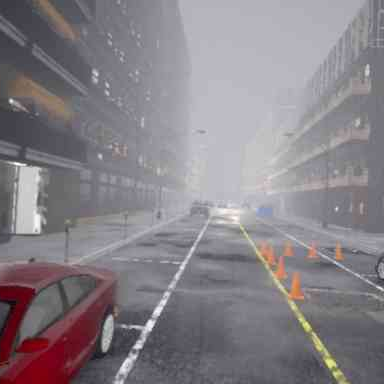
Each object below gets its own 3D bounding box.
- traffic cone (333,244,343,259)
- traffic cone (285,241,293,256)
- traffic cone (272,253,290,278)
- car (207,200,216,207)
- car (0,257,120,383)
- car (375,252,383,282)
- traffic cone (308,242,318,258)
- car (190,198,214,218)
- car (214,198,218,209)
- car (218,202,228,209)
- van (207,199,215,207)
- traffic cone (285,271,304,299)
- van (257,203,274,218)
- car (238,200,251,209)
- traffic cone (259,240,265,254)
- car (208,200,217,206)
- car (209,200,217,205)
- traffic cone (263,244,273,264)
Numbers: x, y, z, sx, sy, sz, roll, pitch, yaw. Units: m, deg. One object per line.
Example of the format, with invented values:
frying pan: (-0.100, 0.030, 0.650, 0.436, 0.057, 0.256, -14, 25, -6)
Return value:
traffic cone: (5.965, 2.409, 13.545, 0.340, 0.580, 0.340, 3, -1, 5)
traffic cone: (3.975, 2.315, 13.725, 0.340, 0.580, 0.340, 3, -1, 5)
traffic cone: (2.625, 2.203, 9.830, 0.340, 0.580, 0.340, 3, -1, 5)
car: (4.963, 2.792, 82.433, 2.008, 1.369, 4.403, 3, -1, 5)
car: (-2.080, 1.486, 3.365, 1.887, 1.381, 4.507, 3, -1, 5)
car: (6.265, 1.956, 8.338, 2.008, 1.369, 4.403, 3, -1, 5)
traffic cone: (4.970, 2.362, 13.635, 0.340, 0.580, 0.340, 3, -1, 5)
car: (0.953, 1.813, 37.254, 2.192, 1.841, 5.009, 3, -1, 5)
car: (3.468, 2.278, 65.493, 2.192, 1.841, 5.009, 3, -1, 5)
car: (6.020, 2.650, 65.523, 1.994, 1.385, 4.181, 3, -1, 5)
van: (4.472, 2.490, 76.788, 1.690, 1.788, 3.998, 3, -1, 5)
traffic cone: (2.448, 2.170, 7.838, 0.340, 0.580, 0.340, 3, -1, 5)
van: (9.297, 2.303, 42.227, 1.690, 1.788, 3.998, 3, -1, 5)
car: (12.316, 2.834, 76.113, 2.192, 1.841, 5.009, 3, -1, 5)
traffic cone: (2.980, 2.268, 13.814, 0.340, 0.580, 0.340, 3, -1, 5)
car: (5.465, 2.900, 88.081, 1.947, 1.339, 4.313, 3, -1, 5)
car: (5.969, 2.979, 93.729, 2.008, 1.369, 4.403, 3, -1, 5)
traffic cone: (2.803, 2.235, 11.822, 0.340, 0.580, 0.340, 3, -1, 5)
